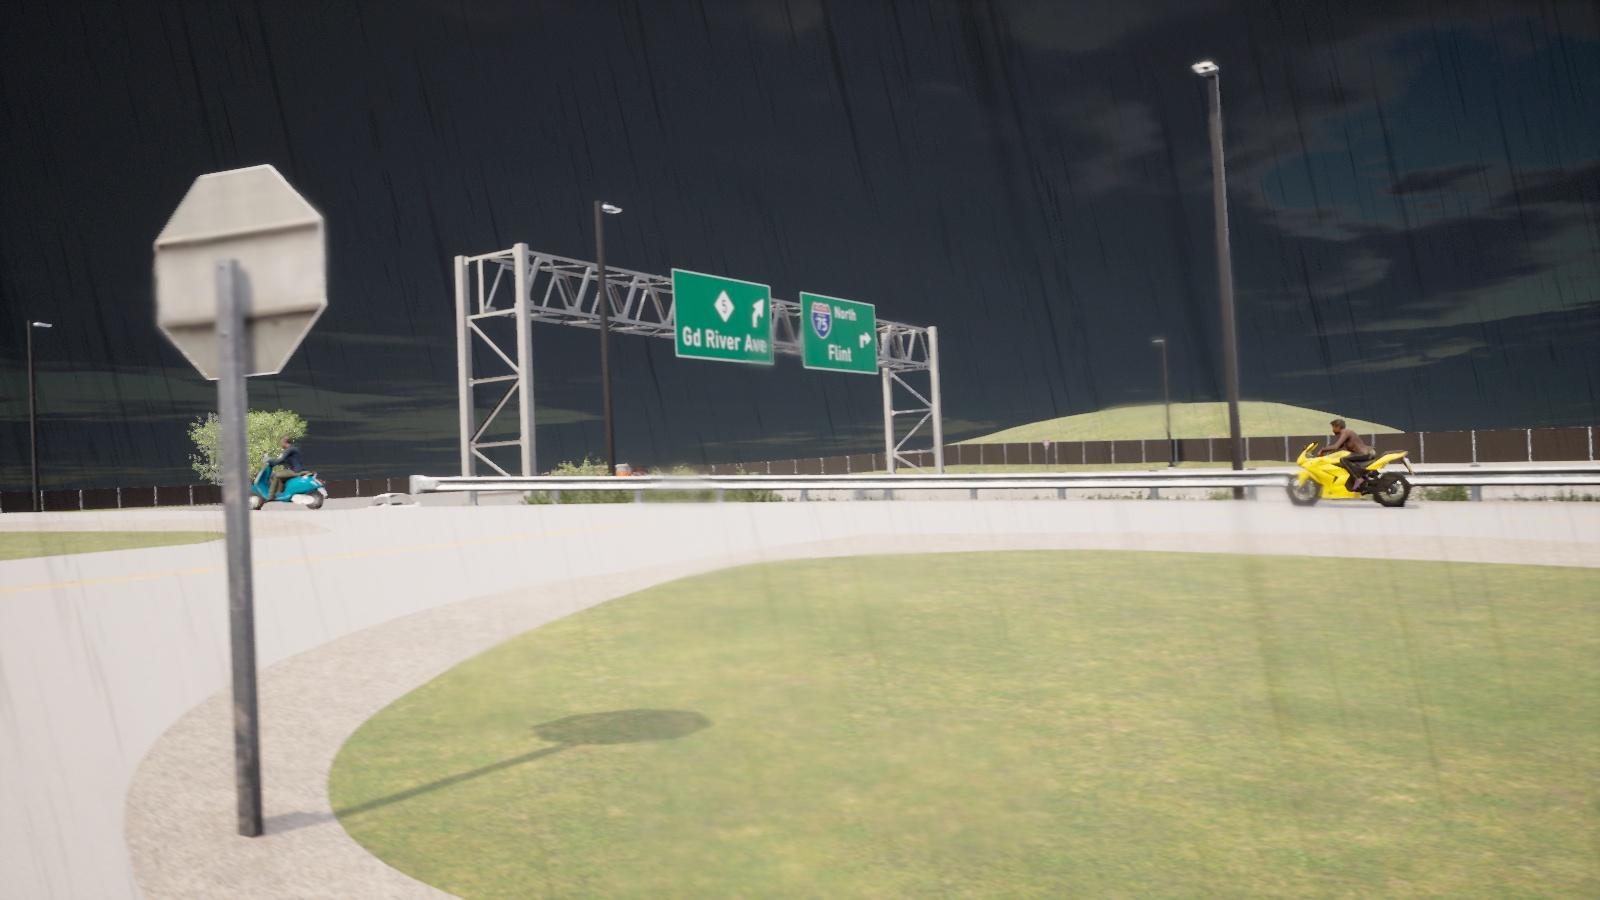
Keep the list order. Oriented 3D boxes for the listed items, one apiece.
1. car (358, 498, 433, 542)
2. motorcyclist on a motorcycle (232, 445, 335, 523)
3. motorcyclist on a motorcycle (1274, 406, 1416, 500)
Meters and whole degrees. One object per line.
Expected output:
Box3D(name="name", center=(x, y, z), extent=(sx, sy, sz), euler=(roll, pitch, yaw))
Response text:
Box3D(name="car", center=(-14.239, 2.465, 44.185), extent=(2.207, 1.376, 1.481), euler=(-4, -1, 37))
Box3D(name="motorcyclist on a motorcycle", center=(-11.076, 0.716, 26.974), extent=(1.817, 1.590, 0.866), euler=(-2, -1, 2))
Box3D(name="motorcyclist on a motorcycle", center=(9.264, 0.065, 21.366), extent=(2.044, 1.523, 0.797), euler=(-2, 0, 36))
